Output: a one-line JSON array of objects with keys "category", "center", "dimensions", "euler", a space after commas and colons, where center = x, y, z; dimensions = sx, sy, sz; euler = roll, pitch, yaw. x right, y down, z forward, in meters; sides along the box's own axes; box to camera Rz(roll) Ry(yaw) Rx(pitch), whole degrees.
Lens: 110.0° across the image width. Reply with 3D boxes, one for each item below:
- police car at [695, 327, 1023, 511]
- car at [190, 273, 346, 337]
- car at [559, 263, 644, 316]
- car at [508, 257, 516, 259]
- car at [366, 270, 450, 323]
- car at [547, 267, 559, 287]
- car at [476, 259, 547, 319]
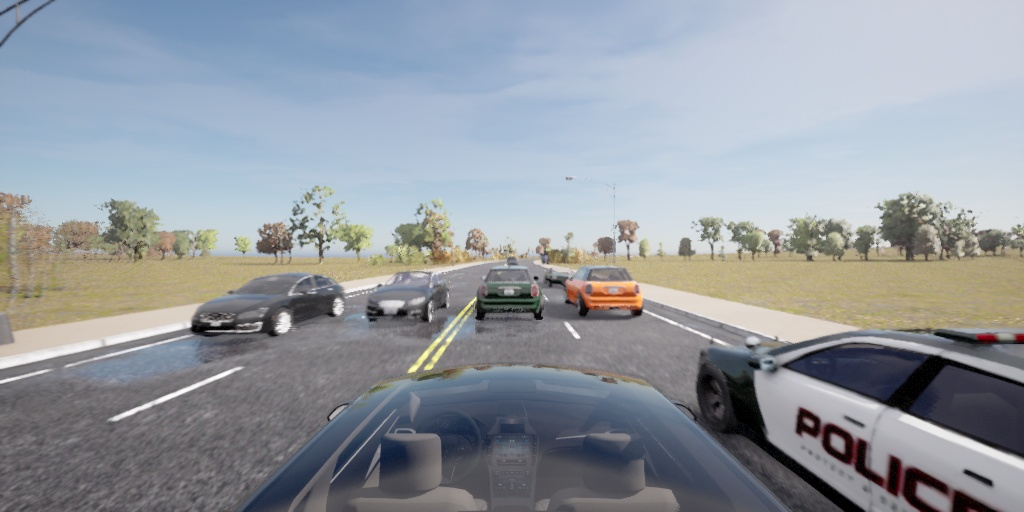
[{"category": "police car", "center": [3.249, 1.257, 2.638], "dimensions": [2.038, 1.542, 4.974], "euler": [0, 0, 0]}, {"category": "car", "center": [-6.602, 1.272, 10.410], "dimensions": [1.837, 1.490, 4.892], "euler": [0, 0, 0]}, {"category": "car", "center": [3.248, 1.126, 13.608], "dimensions": [2.097, 1.767, 4.553], "euler": [0, 0, 0]}, {"category": "car", "center": [0.074, 1.358, 56.493], "dimensions": [1.837, 1.490, 4.892], "euler": [0, 0, 0]}, {"category": "car", "center": [-3.353, 1.262, 12.373], "dimensions": [2.128, 1.511, 4.902], "euler": [0, 0, 0]}, {"category": "car", "center": [3.245, 1.396, 24.667], "dimensions": [1.895, 1.301, 4.718], "euler": [0, 0, 0]}, {"category": "car", "center": [-0.070, 1.124, 13.021], "dimensions": [2.097, 1.767, 4.553], "euler": [0, 0, 0]}]
